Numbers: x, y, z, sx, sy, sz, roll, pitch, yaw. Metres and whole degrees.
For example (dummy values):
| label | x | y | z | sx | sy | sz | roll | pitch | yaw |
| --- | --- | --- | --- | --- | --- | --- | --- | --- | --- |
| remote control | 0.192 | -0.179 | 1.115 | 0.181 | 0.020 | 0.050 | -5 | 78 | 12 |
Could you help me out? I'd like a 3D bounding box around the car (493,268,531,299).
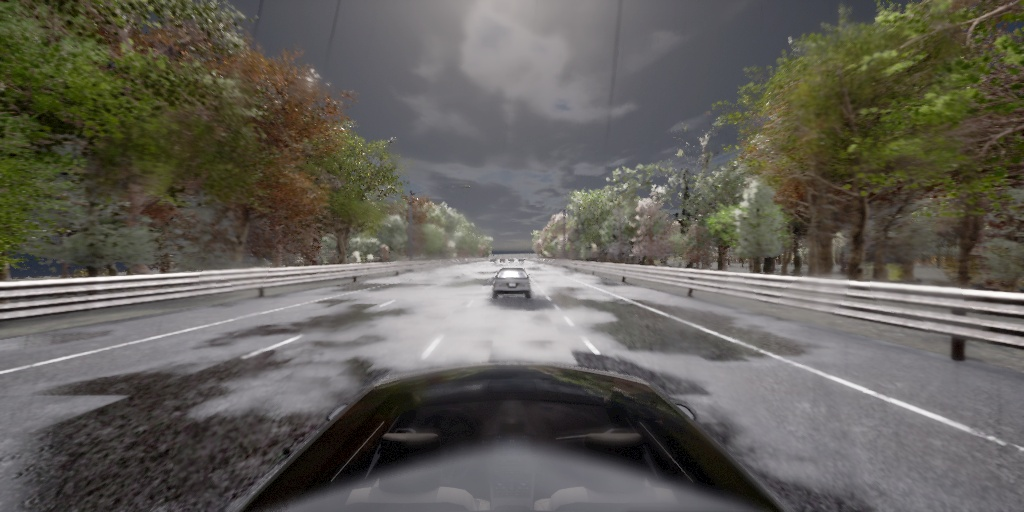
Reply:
| label | x | y | z | sx | sy | sz | roll | pitch | yaw |
| --- | --- | --- | --- | --- | --- | --- | --- | --- | --- |
| car | 0.003 | 1.313 | 18.310 | 2.033 | 1.411 | 5.357 | 0 | 0 | 0 |
